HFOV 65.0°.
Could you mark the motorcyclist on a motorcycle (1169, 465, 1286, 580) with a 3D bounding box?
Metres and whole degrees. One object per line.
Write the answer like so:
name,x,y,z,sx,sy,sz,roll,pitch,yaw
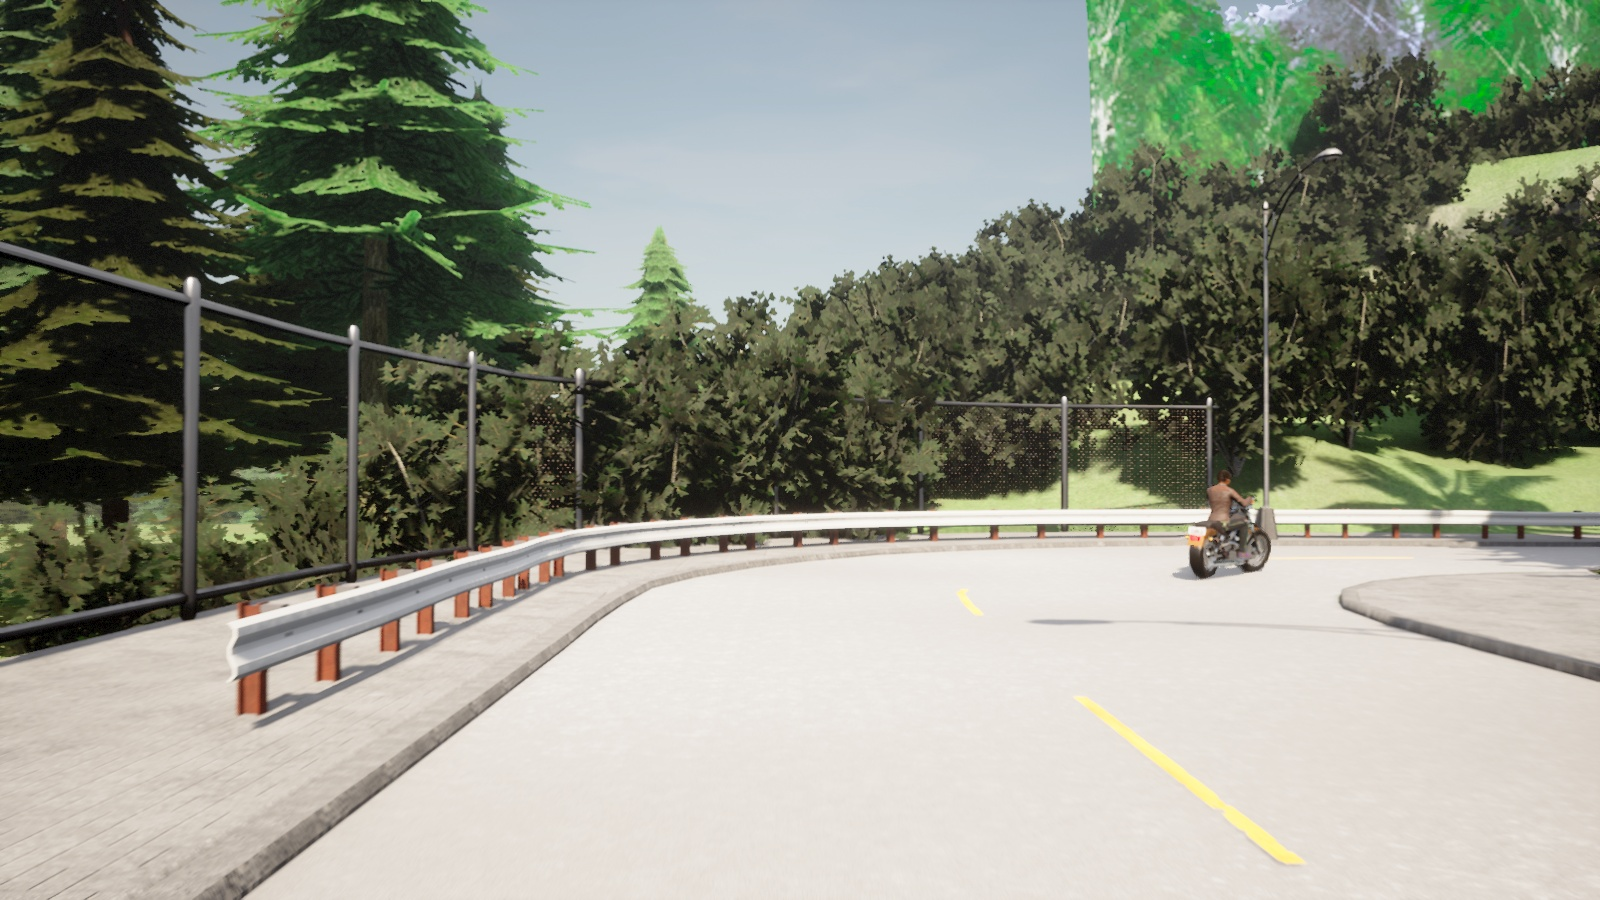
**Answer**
motorcyclist on a motorcycle,6.558,1.061,19.186,0.766,1.649,2.350,1,0,43
